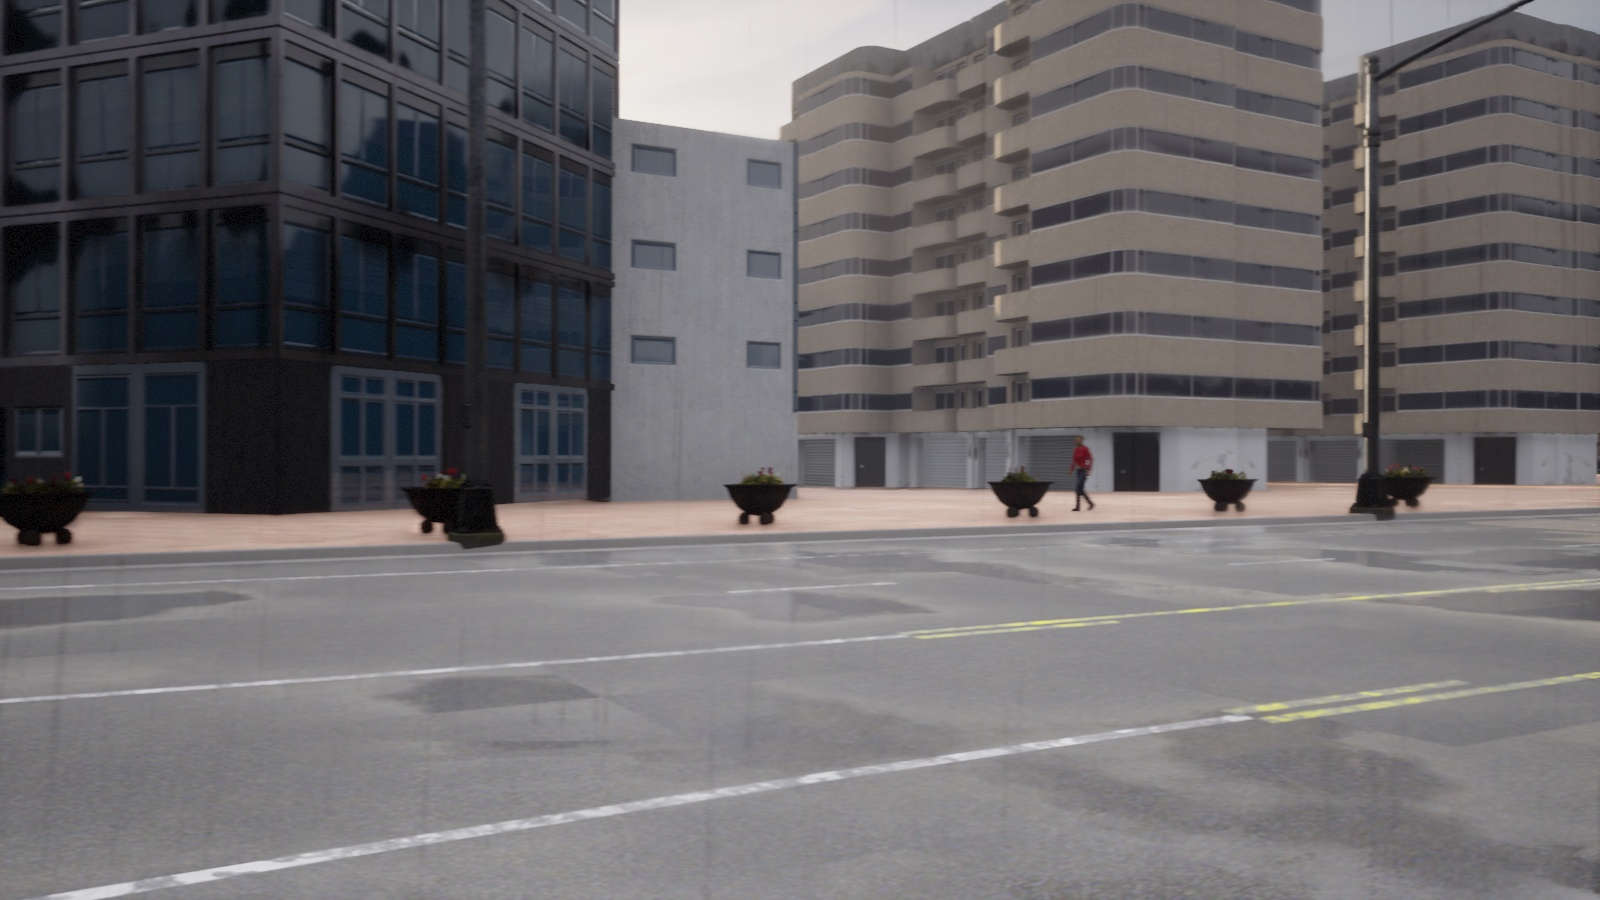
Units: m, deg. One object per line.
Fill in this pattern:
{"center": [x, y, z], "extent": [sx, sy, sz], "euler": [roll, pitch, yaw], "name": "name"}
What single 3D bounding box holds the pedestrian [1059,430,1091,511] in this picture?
{"center": [6.331, 0.469, 28.903], "extent": [0.636, 1.846, 0.331], "euler": [0, 0, -27], "name": "pedestrian"}
